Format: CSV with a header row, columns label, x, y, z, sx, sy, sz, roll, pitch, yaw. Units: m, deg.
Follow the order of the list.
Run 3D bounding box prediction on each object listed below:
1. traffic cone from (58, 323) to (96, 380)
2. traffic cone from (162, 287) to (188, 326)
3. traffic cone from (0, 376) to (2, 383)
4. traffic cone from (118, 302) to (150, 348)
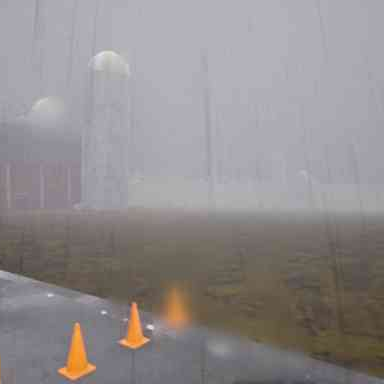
label,x,y,z,sx,sy,sz,roll,pitch,yaw
traffic cone,-1.459,1.967,4.223,0.340,0.580,0.340,0,0,36
traffic cone,-0.293,1.974,5.846,0.340,0.580,0.340,0,0,36
traffic cone,-2.042,1.964,3.411,0.340,0.580,0.340,0,0,36
traffic cone,-0.876,1.971,5.035,0.340,0.580,0.340,0,0,36
